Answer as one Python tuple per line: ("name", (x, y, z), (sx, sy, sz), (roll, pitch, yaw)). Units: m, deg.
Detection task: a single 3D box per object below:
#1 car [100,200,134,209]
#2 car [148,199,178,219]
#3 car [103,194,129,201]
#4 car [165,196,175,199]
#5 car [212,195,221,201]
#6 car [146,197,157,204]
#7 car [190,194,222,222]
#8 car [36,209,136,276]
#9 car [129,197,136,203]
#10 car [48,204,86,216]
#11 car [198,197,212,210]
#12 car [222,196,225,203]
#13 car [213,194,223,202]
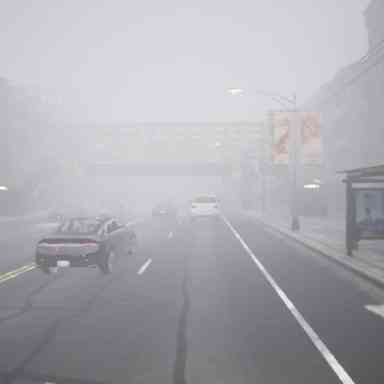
("car", (-6.177, 1.608, 26.098), (1.994, 1.385, 4.181), (0, 0, 2))
("car", (-2.350, 1.589, 29.431), (1.994, 1.385, 4.181), (0, 0, 2))
("car", (-11.733, 1.313, 49.835), (2.435, 2.045, 5.566), (0, 0, 2))
("car", (-4.412, 1.581, 66.531), (1.812, 1.442, 4.674), (0, 0, 3))
("car", (6.218, 1.483, 84.994), (2.097, 1.535, 5.008), (0, 0, 2))
("car", (-7.906, 1.674, 66.640), (1.895, 1.301, 4.718), (0, 0, 2))
("car", (1.041, 1.230, 26.776), (2.150, 2.045, 5.566), (0, 0, 2))
("car", (-3.029, 1.512, 10.441), (2.128, 1.511, 4.902), (0, 0, 2))
("car", (-11.491, 1.681, 57.227), (1.895, 1.301, 4.718), (0, 0, 2))
("car", (-9.674, 1.627, 26.246), (1.994, 1.385, 4.181), (0, 0, 2))
("car", (1.725, 1.515, 44.792), (1.837, 1.490, 4.892), (0, 0, 2))
("car", (5.659, 1.480, 67.802), (2.231, 1.521, 4.892), (0, 0, 12))
("car", (6.109, 1.355, 78.569), (2.185, 1.767, 4.553), (0, 0, 2))
